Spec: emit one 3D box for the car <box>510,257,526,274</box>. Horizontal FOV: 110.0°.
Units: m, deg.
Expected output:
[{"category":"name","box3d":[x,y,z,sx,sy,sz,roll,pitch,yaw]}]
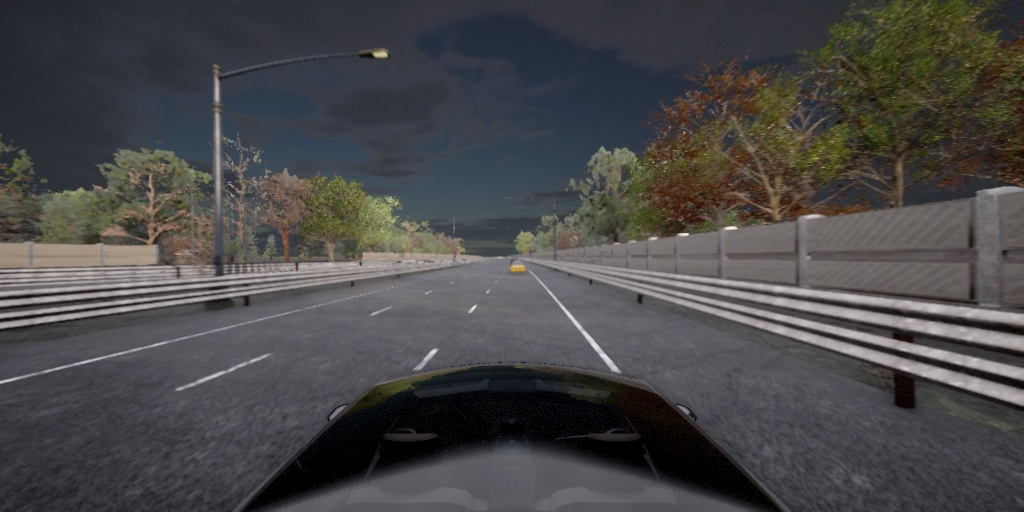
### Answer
[{"category":"car","box3d":[0.705,1.295,43.446,1.801,1.575,5.366,-1,0,1]}]
